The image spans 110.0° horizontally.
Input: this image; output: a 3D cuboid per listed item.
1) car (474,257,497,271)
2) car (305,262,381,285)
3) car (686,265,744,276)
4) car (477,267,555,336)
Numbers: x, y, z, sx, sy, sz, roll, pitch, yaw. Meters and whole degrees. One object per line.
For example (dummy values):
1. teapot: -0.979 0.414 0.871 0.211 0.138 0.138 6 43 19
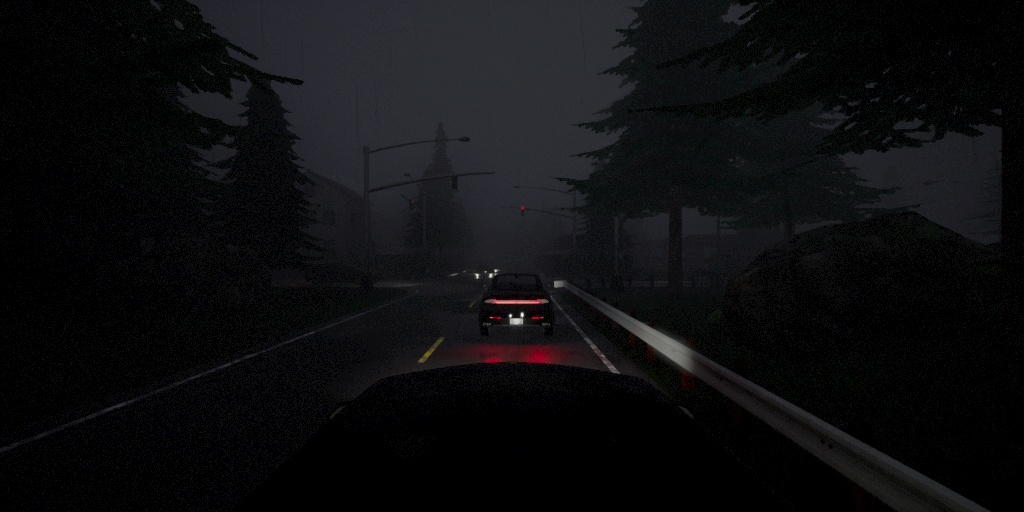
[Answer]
1. car: -3.224 1.227 44.079 1.882 1.535 5.008 0 0 1
2. car: -11.778 1.212 25.194 5.008 1.535 1.882 0 0 1
3. car: 16.535 1.335 28.443 4.718 1.301 1.895 0 0 1
4. car: 0.134 1.241 10.395 2.128 1.511 4.902 0 0 1
